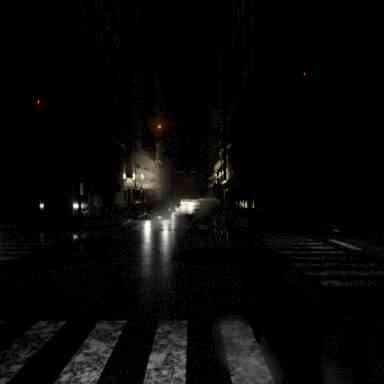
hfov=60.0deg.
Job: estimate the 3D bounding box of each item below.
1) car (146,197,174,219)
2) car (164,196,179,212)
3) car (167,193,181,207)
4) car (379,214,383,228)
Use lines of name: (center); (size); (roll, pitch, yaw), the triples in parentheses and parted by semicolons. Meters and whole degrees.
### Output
car: (-2.859, 1.495, 29.248); (1.837, 1.490, 4.892); (0, 0, 0)
car: (-2.855, 1.509, 39.115); (1.812, 1.442, 4.674); (0, 0, 0)
car: (-2.863, 1.194, 49.514); (2.150, 2.045, 5.566); (0, 0, 0)
car: (12.342, 1.281, 16.851); (5.009, 1.841, 2.192); (0, 0, 0)
